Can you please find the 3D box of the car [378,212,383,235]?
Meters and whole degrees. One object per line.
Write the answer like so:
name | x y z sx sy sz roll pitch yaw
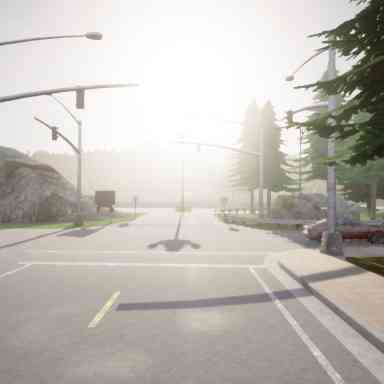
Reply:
car | 15.025 2.060 21.076 5.357 1.411 2.033 0 -1 -2

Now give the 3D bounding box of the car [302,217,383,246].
car | 7.976 1.996 17.445 4.181 1.385 1.994 0 -1 1
